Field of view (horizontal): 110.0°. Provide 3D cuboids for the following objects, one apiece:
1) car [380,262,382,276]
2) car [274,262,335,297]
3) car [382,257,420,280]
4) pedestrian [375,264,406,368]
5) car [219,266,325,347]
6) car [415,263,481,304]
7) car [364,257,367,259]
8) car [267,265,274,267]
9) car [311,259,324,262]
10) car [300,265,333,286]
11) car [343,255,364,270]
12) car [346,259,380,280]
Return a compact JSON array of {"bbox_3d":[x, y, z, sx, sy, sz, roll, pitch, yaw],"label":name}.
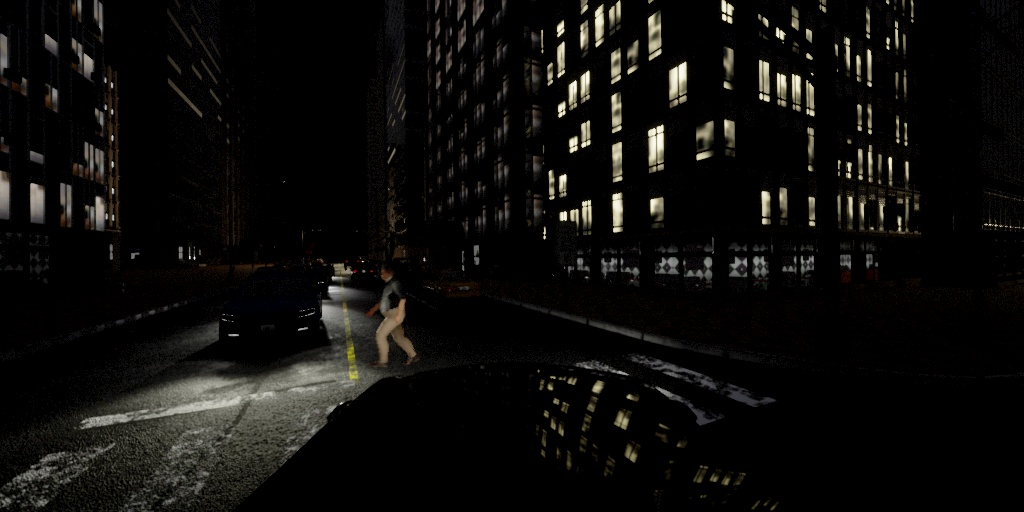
[{"bbox_3d":[-12.934,1.244,36.841,1.888,1.381,4.507,0,0,-26],"label":"car"},{"bbox_3d":[-10.350,1.237,18.207,2.128,1.511,4.902,-1,0,-26],"label":"car"},{"bbox_3d":[-8.015,1.006,26.686,2.192,1.841,5.009,0,0,-26],"label":"car"},{"bbox_3d":[-2.100,1.004,6.195,0.375,1.860,0.375,0,0,-26],"label":"pedestrian"},{"bbox_3d":[-6.208,1.215,9.662,1.882,1.535,5.008,-1,0,-27],"label":"car"},{"bbox_3d":[-2.840,1.207,15.916,1.751,1.417,4.829,0,0,-26],"label":"car"},{"bbox_3d":[-22.772,1.255,57.149,1.888,1.381,4.507,0,0,-26],"label":"car"},{"bbox_3d":[-15.538,1.342,22.995,1.948,1.339,4.313,0,0,-26],"label":"car"},{"bbox_3d":[-18.751,1.322,35.653,1.994,1.385,4.181,-1,0,-25],"label":"car"},{"bbox_3d":[-14.411,1.353,26.614,1.895,1.301,4.718,-1,0,-26],"label":"car"},{"bbox_3d":[-23.631,0.948,52.958,2.150,2.045,5.566,-1,-1,-26],"label":"car"},{"bbox_3d":[-12.967,1.269,30.963,2.033,1.411,5.357,-1,0,-26],"label":"car"}]
